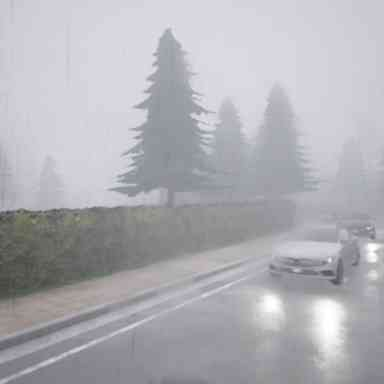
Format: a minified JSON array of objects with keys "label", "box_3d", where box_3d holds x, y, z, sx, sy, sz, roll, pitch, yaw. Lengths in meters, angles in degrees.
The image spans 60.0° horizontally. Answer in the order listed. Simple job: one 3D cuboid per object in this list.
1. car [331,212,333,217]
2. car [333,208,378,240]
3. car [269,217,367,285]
[{"label":"car","box_3d":[13.505,2.077,29.182,1.895,1.301,4.718,-2,-2,16]},{"label":"car","box_3d":[9.468,1.810,19.219,1.837,1.490,4.892,-2,-2,27]},{"label":"car","box_3d":[3.977,1.720,10.354,1.812,1.442,4.674,-2,-2,35]}]
